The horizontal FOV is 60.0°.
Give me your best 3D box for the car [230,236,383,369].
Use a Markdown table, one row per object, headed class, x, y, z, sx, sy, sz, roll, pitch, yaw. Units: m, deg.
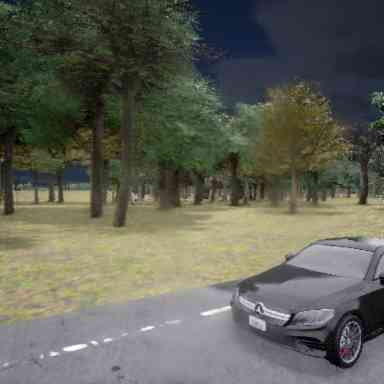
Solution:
| class | x | y | z | sx | sy | sz | roll | pitch | yaw |
| --- | --- | --- | --- | --- | --- | --- | --- | --- | --- |
| car | 2.808 | 1.571 | 5.914 | 4.674 | 1.442 | 1.812 | 1 | 0 | -35 |
